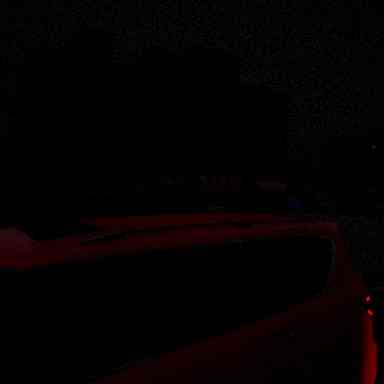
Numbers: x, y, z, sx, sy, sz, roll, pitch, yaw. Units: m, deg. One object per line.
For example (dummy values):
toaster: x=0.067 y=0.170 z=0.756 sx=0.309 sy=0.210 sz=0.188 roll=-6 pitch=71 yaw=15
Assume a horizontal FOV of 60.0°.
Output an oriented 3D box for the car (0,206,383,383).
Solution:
car: x=-0.822 y=1.227 z=2.484 sx=5.566 sy=2.045 sz=2.150 roll=1 pitch=0 yaw=-35

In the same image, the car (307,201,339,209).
car: x=16.869 y=1.914 z=43.166 sx=1.967 sy=1.590 sz=4.097 roll=1 pitch=-1 yaw=-36

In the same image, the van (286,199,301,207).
van: x=13.668 y=1.831 z=47.609 sx=1.690 sy=1.788 sz=3.998 roll=1 pitch=-1 yaw=-36

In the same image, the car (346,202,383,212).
car: x=20.070 y=1.898 z=38.724 sx=1.967 sy=1.590 sz=4.097 roll=1 pitch=-1 yaw=-36
